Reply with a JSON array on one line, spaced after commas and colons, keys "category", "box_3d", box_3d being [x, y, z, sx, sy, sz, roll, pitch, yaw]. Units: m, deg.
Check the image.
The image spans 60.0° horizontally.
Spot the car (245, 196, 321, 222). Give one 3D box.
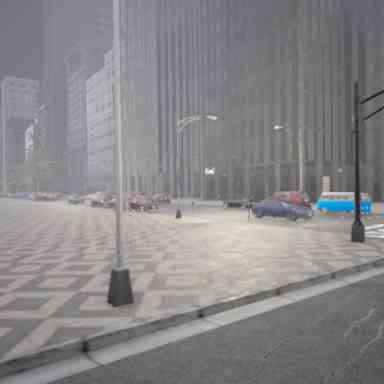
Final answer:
[{"category": "car", "box_3d": [6.242, 1.218, 23.290, 1.812, 1.442, 4.674, -1, 1, -36]}]

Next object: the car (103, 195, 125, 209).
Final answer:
[{"category": "car", "box_3d": [-8.440, 1.307, 39.107, 1.802, 1.307, 4.206, -1, 1, -36]}]

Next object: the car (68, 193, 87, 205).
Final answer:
[{"category": "car", "box_3d": [-18.395, 1.262, 52.786, 2.008, 1.369, 4.403, -1, 1, -36]}]

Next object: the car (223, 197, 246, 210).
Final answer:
[{"category": "car", "box_3d": [5.103, 1.145, 34.982, 1.947, 1.339, 4.313, -1, 1, -36]}]

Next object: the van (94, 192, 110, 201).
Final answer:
[{"category": "van", "box_3d": [-18.128, 0.882, 66.902, 1.690, 1.788, 3.998, -1, 1, -36]}]

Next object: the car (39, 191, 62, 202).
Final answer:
[{"category": "car", "box_3d": [-28.352, 0.997, 66.465, 2.192, 1.841, 5.009, -1, 1, -36]}]

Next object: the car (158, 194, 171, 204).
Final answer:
[{"category": "car", "box_3d": [-4.853, 1.008, 48.661, 1.967, 1.590, 4.097, -1, 1, -36]}]

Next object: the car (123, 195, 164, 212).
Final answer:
[{"category": "car", "box_3d": [-5.123, 1.273, 34.547, 1.887, 1.381, 4.507, -1, 1, -36]}]

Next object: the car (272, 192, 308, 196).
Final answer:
[{"category": "car", "box_3d": [8.418, 0.898, 30.419, 2.192, 1.841, 5.009, -1, 1, -36]}]

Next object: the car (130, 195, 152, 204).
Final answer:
[{"category": "car", "box_3d": [-8.170, 1.145, 53.224, 1.802, 1.307, 4.206, -1, 1, -36]}]

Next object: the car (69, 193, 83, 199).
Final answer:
[{"category": "car", "box_3d": [-28.196, 1.022, 80.755, 1.752, 1.417, 4.829, -1, 1, -35]}]

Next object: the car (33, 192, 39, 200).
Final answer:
[{"category": "car", "box_3d": [-31.671, 0.983, 71.025, 2.192, 1.841, 5.009, -1, 1, -36]}]

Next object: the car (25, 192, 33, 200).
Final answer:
[{"category": "car", "box_3d": [-38.182, 1.162, 79.976, 1.752, 1.417, 4.829, -1, 1, -35]}]

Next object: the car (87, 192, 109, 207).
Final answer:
[{"category": "car", "box_3d": [-11.761, 1.161, 43.666, 1.967, 1.590, 4.097, -1, 1, -36]}]

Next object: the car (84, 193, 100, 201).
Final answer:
[{"category": "car", "box_3d": [-21.545, 1.053, 71.604, 1.752, 1.417, 4.829, -1, 1, -36]}]

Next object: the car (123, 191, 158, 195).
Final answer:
[{"category": "car", "box_3d": [-6.891, 0.898, 41.351, 2.150, 2.045, 5.566, -1, 1, -36]}]

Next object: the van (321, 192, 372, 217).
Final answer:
[{"category": "van", "box_3d": [11.738, 0.926, 25.857, 1.690, 1.788, 3.998, -1, 1, -36]}]

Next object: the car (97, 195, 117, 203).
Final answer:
[{"category": "car", "box_3d": [-14.712, 1.171, 57.356, 1.994, 1.385, 4.181, -1, 1, -36]}]
